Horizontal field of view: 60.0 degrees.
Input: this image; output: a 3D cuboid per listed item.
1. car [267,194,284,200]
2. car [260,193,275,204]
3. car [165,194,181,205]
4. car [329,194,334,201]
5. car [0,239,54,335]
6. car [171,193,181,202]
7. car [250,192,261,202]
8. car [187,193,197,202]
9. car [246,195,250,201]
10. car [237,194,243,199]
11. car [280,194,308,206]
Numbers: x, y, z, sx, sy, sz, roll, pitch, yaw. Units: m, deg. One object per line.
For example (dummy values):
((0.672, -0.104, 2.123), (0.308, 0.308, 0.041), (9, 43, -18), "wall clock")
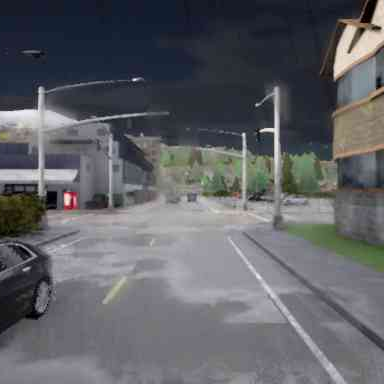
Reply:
((21.310, 1.260, 85.135), (3.806, 1.475, 1.970), (0, 0, 0), "car")
((14.167, 1.081, 53.831), (5.027, 1.636, 2.152), (0, 0, 0), "car")
((-3.545, 1.468, 58.127), (1.994, 1.385, 4.181), (0, 0, 0), "car")
((32.303, 1.215, 73.143), (3.633, 1.501, 1.845), (0, 0, 0), "car")
((-3.584, 1.497, 4.565), (1.837, 1.490, 4.892), (0, 0, 0), "car")
((-3.497, 1.227, 73.475), (2.097, 1.767, 4.553), (0, 0, 0), "car")
((14.166, 0.983, 66.625), (3.866, 1.878, 1.905), (0, 0, 0), "car")
((0.003, 1.418, 70.956), (2.033, 1.411, 5.357), (0, 0, 0), "car")
((13.754, 0.999, 69.531), (4.605, 1.855, 1.932), (0, 0, 0), "car")
((13.890, 1.244, 88.115), (3.633, 1.501, 1.845), (0, 0, 0), "car")
((14.491, 1.170, 47.413), (3.806, 1.475, 1.970), (0, 0, 0), "car")
